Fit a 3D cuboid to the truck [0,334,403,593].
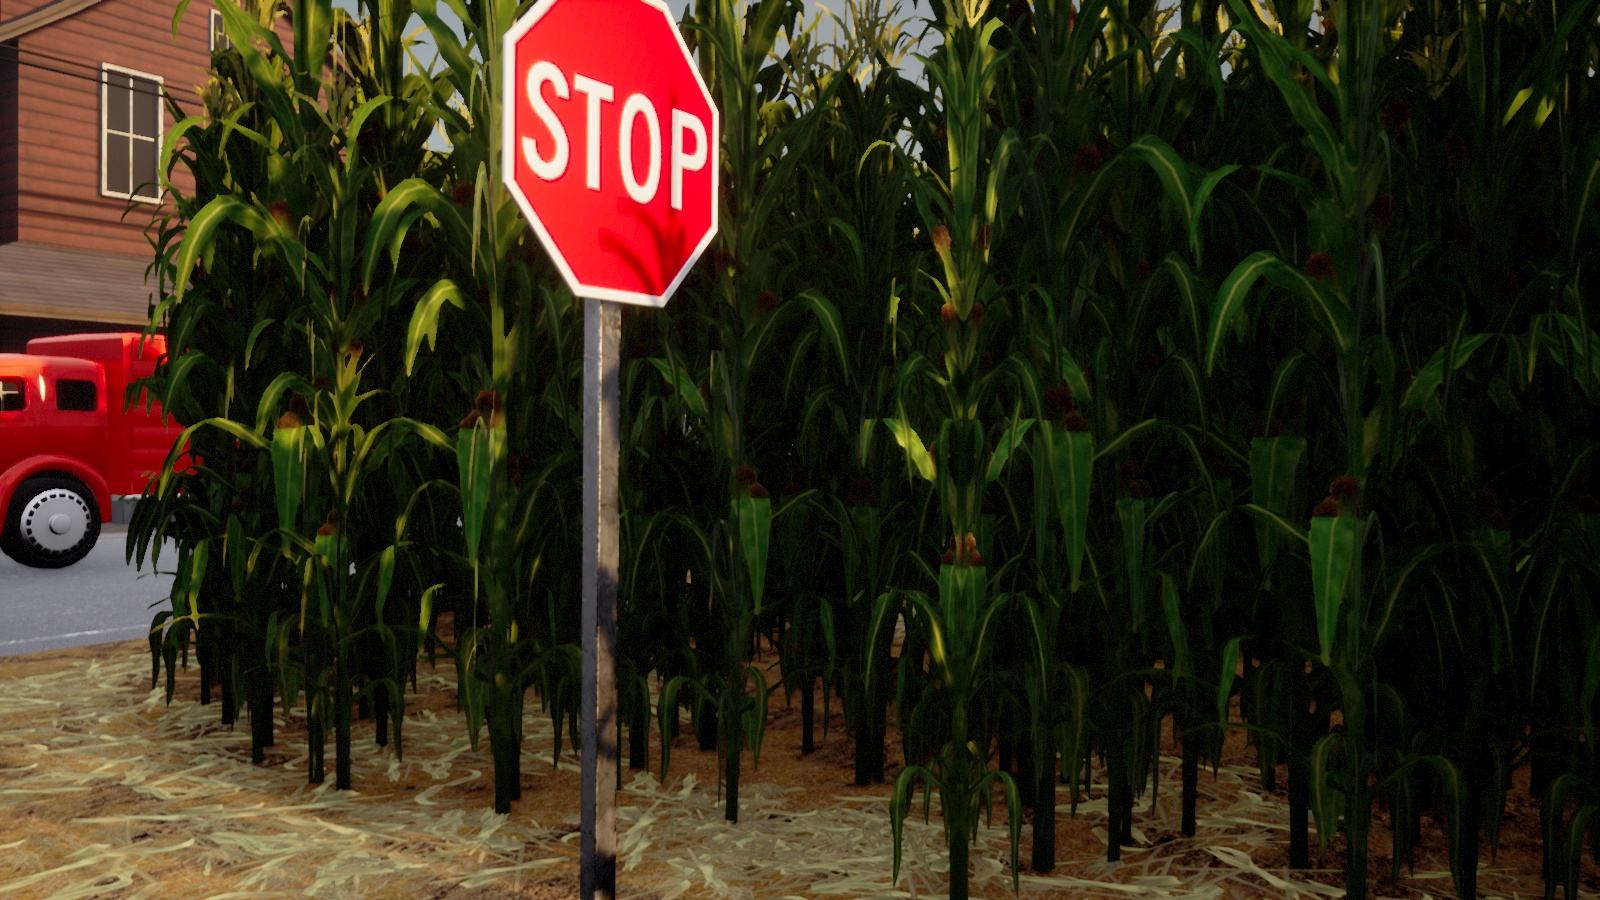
[{"bbox_3d":[-7.576,0.090,14.477,2.627,2.467,5.204,0,1,33],"label":"truck"}]
